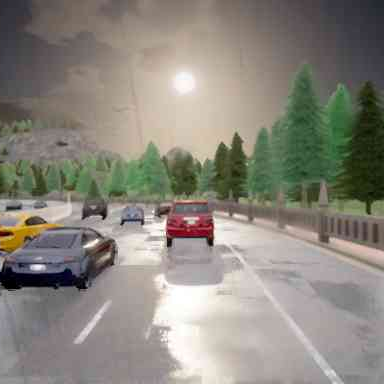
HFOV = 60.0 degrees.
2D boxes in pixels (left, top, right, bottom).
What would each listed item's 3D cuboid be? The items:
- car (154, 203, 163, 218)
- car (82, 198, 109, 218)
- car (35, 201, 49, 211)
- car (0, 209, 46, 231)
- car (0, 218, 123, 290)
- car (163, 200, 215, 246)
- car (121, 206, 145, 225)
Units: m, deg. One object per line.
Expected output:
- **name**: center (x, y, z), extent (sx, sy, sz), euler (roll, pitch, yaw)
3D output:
- **car**: center (-2.827, 1.859, 34.762), extent (1.882, 1.535, 5.008), euler (0, -1, -13)
- **car**: center (-9.430, 1.578, 32.497), extent (2.150, 2.045, 5.566), euler (0, -1, -12)
- **car**: center (-22.680, 2.059, 50.181), extent (1.837, 1.490, 4.892), euler (0, -1, -24)
- **car**: center (-7.062, 1.628, 13.647), extent (1.882, 1.535, 5.008), euler (0, -1, -2)
- **car**: center (-3.439, 1.668, 9.396), extent (1.994, 1.385, 4.181), euler (0, -1, -1)
- **car**: center (-0.191, 1.404, 16.611), extent (2.150, 2.045, 5.566), euler (0, -1, -3)
- **car**: center (-4.842, 1.846, 27.160), extent (2.033, 1.411, 5.357), euler (0, -1, -9)
